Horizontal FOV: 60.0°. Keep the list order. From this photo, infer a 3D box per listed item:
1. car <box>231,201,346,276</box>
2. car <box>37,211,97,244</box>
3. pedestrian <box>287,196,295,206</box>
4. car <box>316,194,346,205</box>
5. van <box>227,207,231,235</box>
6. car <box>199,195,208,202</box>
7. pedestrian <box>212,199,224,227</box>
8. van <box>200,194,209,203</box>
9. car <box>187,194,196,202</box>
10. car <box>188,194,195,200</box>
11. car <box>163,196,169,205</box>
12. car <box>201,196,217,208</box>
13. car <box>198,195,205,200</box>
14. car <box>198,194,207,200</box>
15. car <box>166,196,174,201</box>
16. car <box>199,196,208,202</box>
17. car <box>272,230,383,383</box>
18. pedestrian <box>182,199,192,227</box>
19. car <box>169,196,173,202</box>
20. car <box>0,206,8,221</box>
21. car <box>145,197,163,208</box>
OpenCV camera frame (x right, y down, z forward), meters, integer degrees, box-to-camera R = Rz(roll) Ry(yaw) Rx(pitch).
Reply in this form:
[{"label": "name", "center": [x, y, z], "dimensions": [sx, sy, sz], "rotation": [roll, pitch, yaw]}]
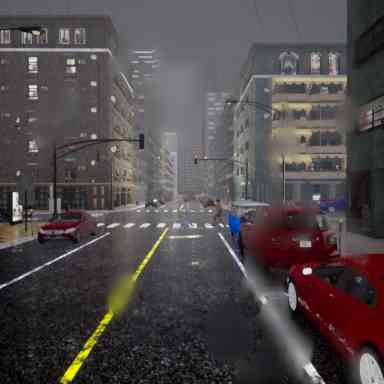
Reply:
[{"label": "car", "center": [2.675, 1.314, 10.228], "dimensions": [2.192, 1.841, 5.009], "rotation": [0, 0, 0]}, {"label": "car", "center": [-5.708, 1.581, 15.750], "dimensions": [1.802, 1.307, 4.206], "rotation": [0, 0, 0]}, {"label": "pedestrian", "center": [6.028, 1.139, 20.295], "dimensions": [0.375, 1.860, 0.375], "rotation": [0, 0, 0]}, {"label": "car", "center": [14.918, 1.226, 32.718], "dimensions": [5.008, 1.535, 1.882], "rotation": [-1, 0, 0]}, {"label": "van", "center": [2.671, 1.340, 15.755], "dimensions": [1.690, 1.788, 3.998], "rotation": [0, 0, 0]}, {"label": "car", "center": [2.645, 1.572, 53.673], "dimensions": [1.947, 1.339, 4.313], "rotation": [0, 0, 0]}, {"label": "pedestrian", "center": [1.629, 1.292, 20.943], "dimensions": [0.375, 1.860, 0.375], "rotation": [0, 0, 0]}, {"label": "van", "center": [2.630, 1.357, 70.243], "dimensions": [1.690, 1.788, 3.998], "rotation": [0, 0, 0]}, {"label": "car", "center": [-0.058, 1.368, 77.574], "dimensions": [2.097, 1.767, 4.553], "rotation": [0, 0, 0]}, {"label": "car", "center": [-0.064, 1.339, 87.609], "dimensions": [1.882, 1.535, 5.008], "rotation": [0, 0, 0]}, {"label": "car", "center": [-5.741, 1.575, 59.203], "dimensions": [1.947, 1.339, 4.313], "rotation": [0, 0, 0]}, {"label": "car", "center": [2.649, 1.585, 48.150], "dimensions": [1.802, 1.307, 4.206], "rotation": [0, 0, 0]}, {"label": "car", "center": [2.615, 1.558, 92.507], "dimensions": [1.752, 1.417, 4.829], "rotation": [-1, 0, 0]}, {"label": "car", "center": [2.636, 1.557, 64.720], "dimensions": [1.887, 1.381, 4.507], "rotation": [0, 0, 0]}, {"label": "car", "center": [-5.761, 1.610, 86.820], "dimensions": [1.802, 1.307, 4.206], "rotation": [0, 0, 0]}, {"label": "car", "center": [2.628, 1.585, 75.767], "dimensions": [1.947, 1.339, 4.313], "rotation": [0, 0, 0]}, {"label": "car", "center": [2.681, 1.544, 4.699], "dimensions": [1.887, 1.381, 4.507], "rotation": [0, 0, 0]}, {"label": "pedestrian", "center": [-0.309, 1.292, 21.513], "dimensions": [0.375, 1.860, 0.375], "rotation": [0, 0, 0]}, {"label": "car", "center": [-5.753, 1.564, 75.773], "dimensions": [1.887, 1.381, 4.507], "rotation": [0, 0, 0]}, {"label": "car", "center": [-17.629, 1.809, 29.259], "dimensions": [4.181, 1.385, 1.994], "rotation": [-1, 0, 0]}, {"label": "car", "center": [-5.732, 1.569, 48.156], "dimensions": [1.947, 1.339, 4.313], "rotation": [0, 0, 0]}]
